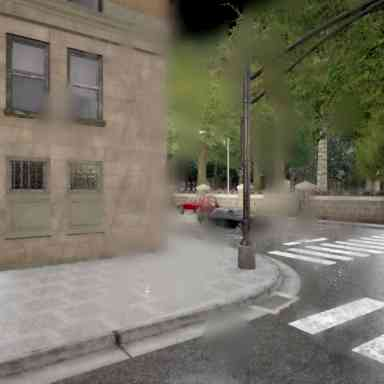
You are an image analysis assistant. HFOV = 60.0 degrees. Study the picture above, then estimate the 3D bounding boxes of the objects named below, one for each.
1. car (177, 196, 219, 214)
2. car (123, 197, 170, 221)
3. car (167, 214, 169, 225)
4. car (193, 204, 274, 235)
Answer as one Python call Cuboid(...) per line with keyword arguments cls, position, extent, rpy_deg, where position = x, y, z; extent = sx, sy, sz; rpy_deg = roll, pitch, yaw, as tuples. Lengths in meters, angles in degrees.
Cuboid(cls="car", position=(0.547, 1.285, 31.774), extent=(2.192, 1.841, 5.009), rpy_deg=(0, 0, -35))
Cuboid(cls="car", position=(-3.913, 1.322, 28.083), extent=(2.097, 1.767, 4.553), rpy_deg=(0, 0, -35))
Cuboid(cls="car", position=(-3.227, 1.544, 22.238), extent=(1.947, 1.339, 4.313), rpy_deg=(0, 0, -35))
Cuboid(cls="car", position=(2.371, 1.587, 18.992), extent=(1.895, 1.301, 4.718), rpy_deg=(0, 0, -35))
